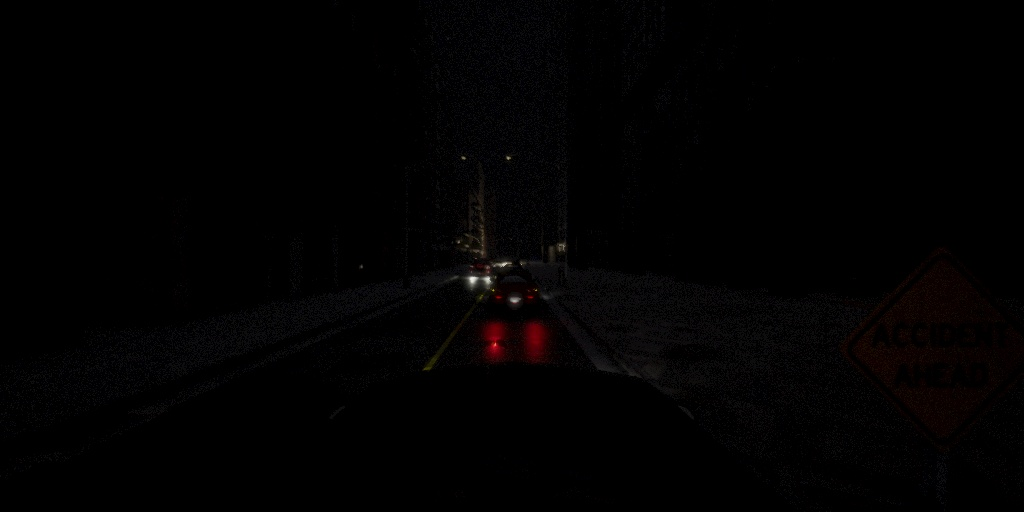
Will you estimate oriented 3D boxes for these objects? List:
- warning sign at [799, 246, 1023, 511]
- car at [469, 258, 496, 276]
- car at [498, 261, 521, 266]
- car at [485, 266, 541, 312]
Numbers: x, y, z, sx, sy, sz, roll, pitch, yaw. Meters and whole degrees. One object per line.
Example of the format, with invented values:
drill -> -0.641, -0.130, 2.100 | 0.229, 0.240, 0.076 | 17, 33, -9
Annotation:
warning sign -> 2.717, 0.865, 2.302 | 1.300, 1.860, 1.060 | 0, 0, 0
car -> -3.097, 1.099, 36.428 | 2.097, 1.767, 4.553 | 0, 0, 0
car -> 0.091, 1.311, 29.163 | 1.994, 1.385, 4.181 | 0, 0, 0
car -> 0.093, 1.275, 14.088 | 1.812, 1.442, 4.674 | 0, 0, 0
